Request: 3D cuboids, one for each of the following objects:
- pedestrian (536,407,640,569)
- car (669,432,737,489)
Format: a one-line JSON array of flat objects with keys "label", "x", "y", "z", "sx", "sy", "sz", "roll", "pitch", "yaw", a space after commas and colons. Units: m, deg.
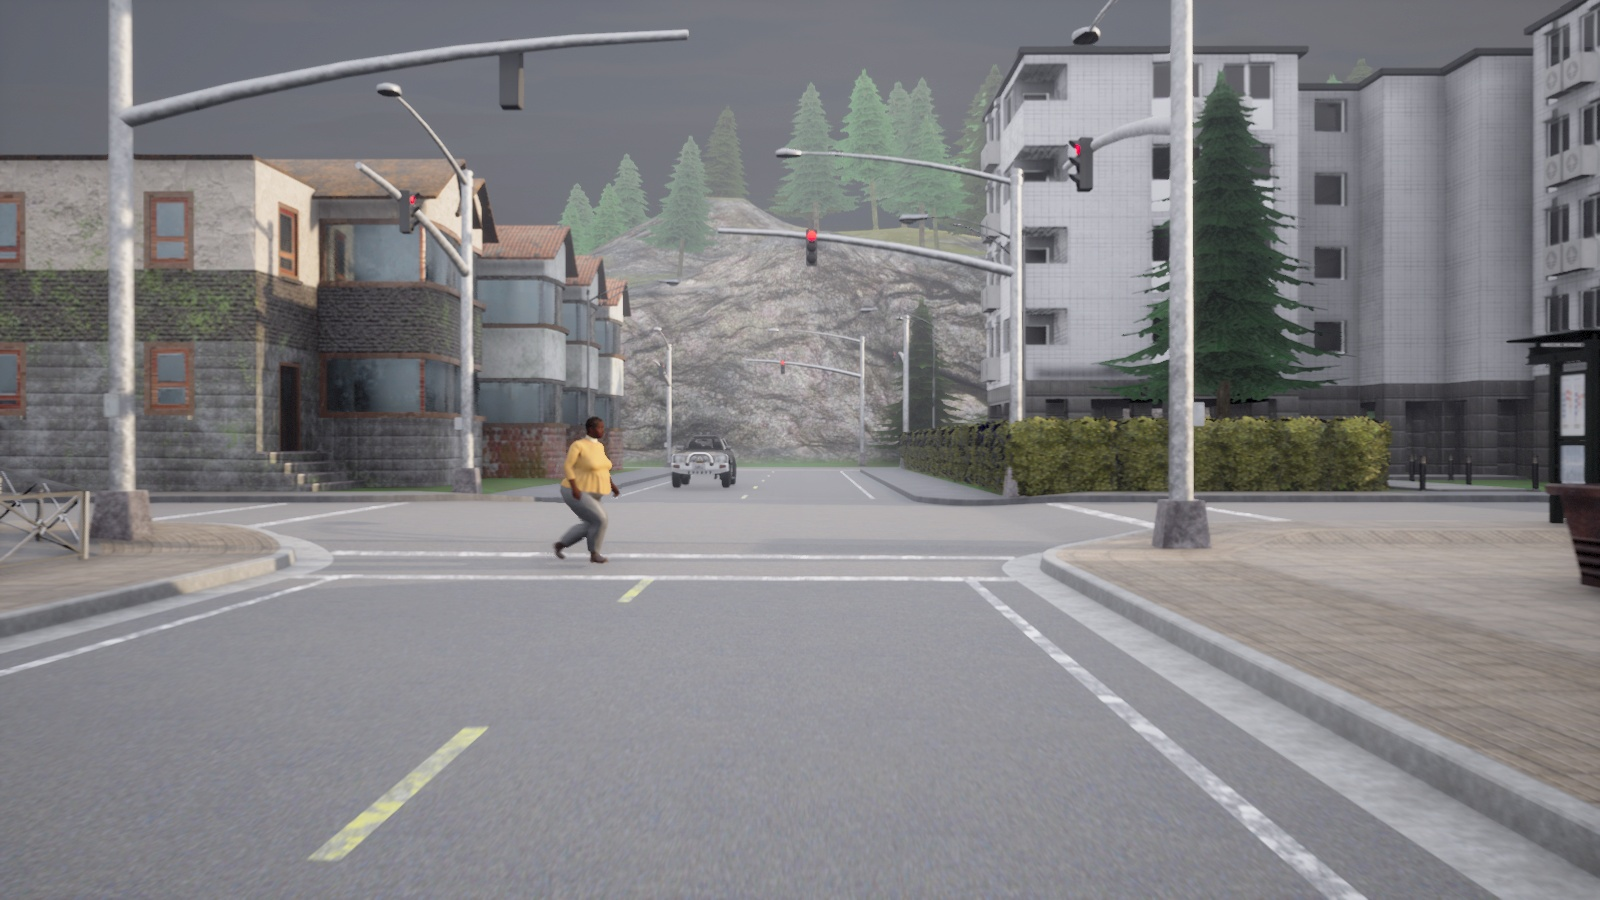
[{"label": "pedestrian", "x": -2.508, "y": 0.434, "z": 14.908, "sx": 0.900, "sy": 1.855, "sz": 0.874, "roll": 0, "pitch": 0, "yaw": 20}, {"label": "car", "x": -3.244, "y": 0.319, "z": 42.802, "sx": 1.932, "sy": 1.855, "sz": 4.605, "roll": 0, "pitch": 0, "yaw": 0}]
